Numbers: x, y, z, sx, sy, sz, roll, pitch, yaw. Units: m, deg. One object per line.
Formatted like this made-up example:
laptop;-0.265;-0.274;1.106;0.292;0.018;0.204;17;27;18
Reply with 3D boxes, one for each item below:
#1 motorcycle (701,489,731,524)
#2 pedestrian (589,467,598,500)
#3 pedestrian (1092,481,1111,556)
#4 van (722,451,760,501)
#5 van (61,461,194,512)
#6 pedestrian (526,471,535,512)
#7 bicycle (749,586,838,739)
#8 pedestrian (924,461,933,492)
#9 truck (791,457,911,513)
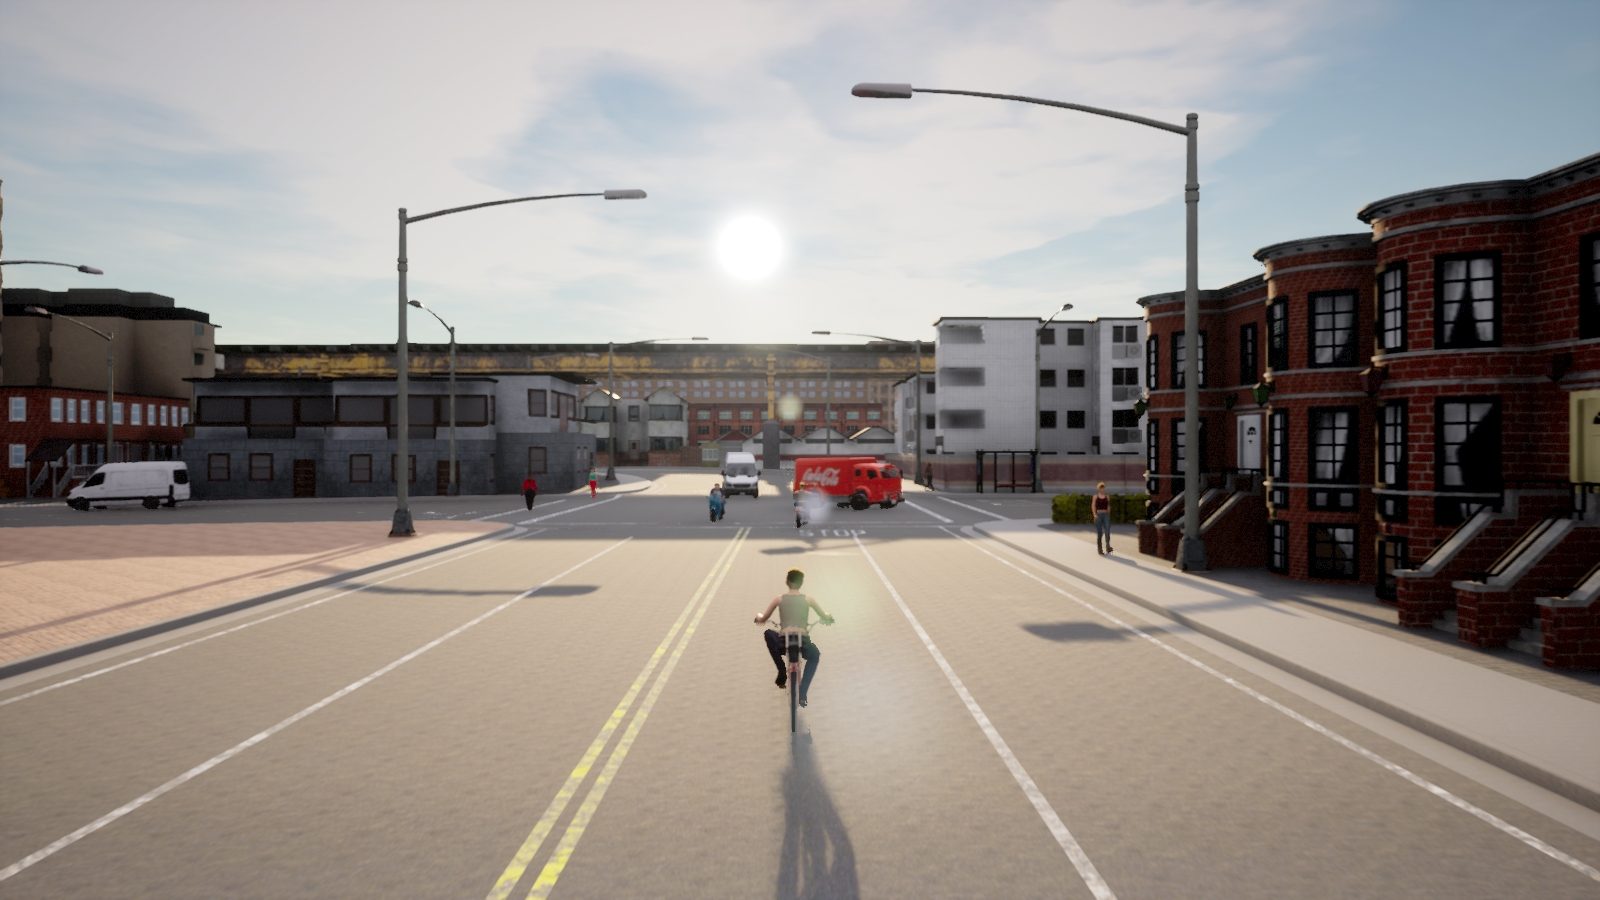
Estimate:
motorcycle;-3.268;2.197;44.689;0.803;1.224;2.033;1;0;6
pedestrian;-11.663;1.884;64.637;0.375;1.860;0.375;0;0;14
pedestrian;7.543;1.698;28.568;0.375;1.860;0.375;0;0;0
van;-3.587;1.488;68.518;1.988;2.561;5.915;0;3;-5
van;-36.317;1.958;61.771;5.915;2.561;1.988;-1;0;-2
pedestrian;-12.395;1.902;52.519;0.375;1.860;0.375;0;0;-7
bicycle;-0.060;2.145;11.789;0.859;1.301;1.487;0;0;0
pedestrian;7.852;1.618;69.960;0.375;1.860;0.375;0;0;-35
truck;2.384;1.587;54.403;5.204;2.467;2.627;0;1;42
